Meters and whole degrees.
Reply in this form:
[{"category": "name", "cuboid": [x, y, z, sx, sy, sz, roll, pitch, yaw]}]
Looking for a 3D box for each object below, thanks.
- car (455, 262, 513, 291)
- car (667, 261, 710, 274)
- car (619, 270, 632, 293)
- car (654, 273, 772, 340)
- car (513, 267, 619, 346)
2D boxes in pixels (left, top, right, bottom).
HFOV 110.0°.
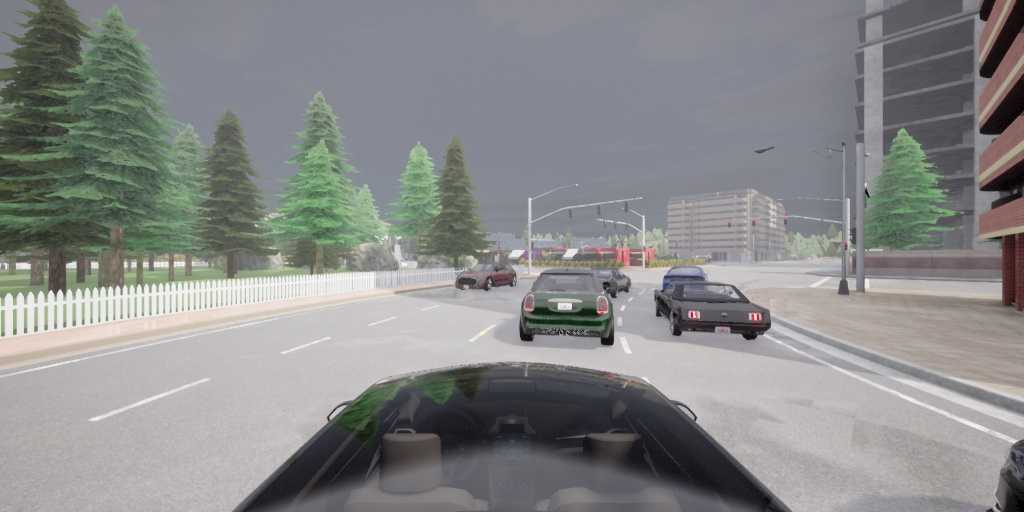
[{"category": "car", "cuboid": [-1.500, 1.155, 22.102, 2.097, 1.767, 4.553, 0, 0, 28]}, {"category": "car", "cuboid": [9.062, 1.227, 18.590, 1.882, 1.535, 5.008, 0, 0, 30]}, {"category": "car", "cuboid": [4.807, 1.297, 18.532, 2.033, 1.411, 5.357, 0, 0, 29]}, {"category": "car", "cuboid": [5.216, 1.351, 10.072, 1.895, 1.301, 4.718, 0, 0, 14]}, {"category": "car", "cuboid": [1.587, 1.102, 9.768, 2.097, 1.767, 4.553, 0, 0, 12]}]
